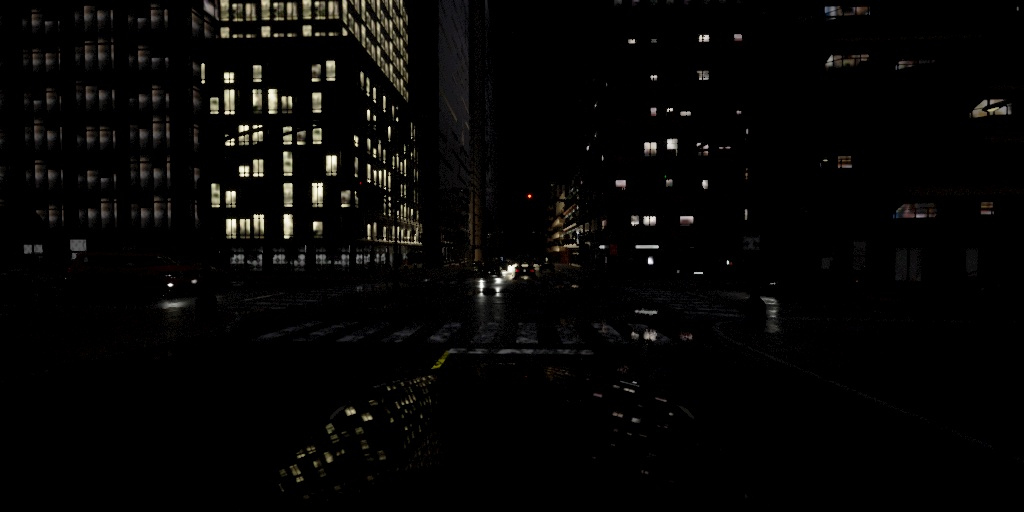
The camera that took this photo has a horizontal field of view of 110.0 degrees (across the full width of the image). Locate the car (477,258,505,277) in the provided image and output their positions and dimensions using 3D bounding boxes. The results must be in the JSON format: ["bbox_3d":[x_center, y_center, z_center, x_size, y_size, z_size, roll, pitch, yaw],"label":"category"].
[{"bbox_3d":[-1.958,1.246,34.805,1.837,1.490,4.892,0,0,2],"label":"car"}]

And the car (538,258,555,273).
[{"bbox_3d":[4.103,1.290,42.435,2.007,1.370,4.403,0,0,2],"label":"car"}]

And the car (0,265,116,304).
[{"bbox_3d":[-19.858,1.205,14.957,4.403,1.370,2.007,0,0,3],"label":"car"}]

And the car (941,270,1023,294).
[{"bbox_3d":[28.044,1.461,20.951,4.507,1.381,1.888,0,0,3],"label":"car"}]

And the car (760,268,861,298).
[{"bbox_3d":[15.529,1.383,18.975,4.674,1.442,1.812,0,1,4],"label":"car"}]

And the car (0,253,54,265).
[{"bbox_3d":[-32.875,0.713,23.960,5.009,1.841,2.192,0,0,3],"label":"car"}]

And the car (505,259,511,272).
[{"bbox_3d":[-1.528,1.303,46.834,1.994,1.385,4.181,0,0,2],"label":"car"}]

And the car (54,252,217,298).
[{"bbox_3d":[-18.081,0.847,17.415,5.566,2.045,2.150,1,1,3],"label":"car"}]

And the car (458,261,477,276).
[{"bbox_3d":[-4.478,1.266,36.910,1.751,1.417,4.829,0,0,2],"label":"car"}]

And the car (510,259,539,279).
[{"bbox_3d":[1.174,1.289,32.820,2.033,1.411,5.357,0,0,2],"label":"car"}]

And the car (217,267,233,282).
[{"bbox_3d":[-20.943,1.030,23.334,4.829,1.417,1.751,0,0,3],"label":"car"}]

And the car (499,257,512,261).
[{"bbox_3d":[-0.819,1.227,65.378,2.128,1.511,4.902,0,0,2],"label":"car"}]
